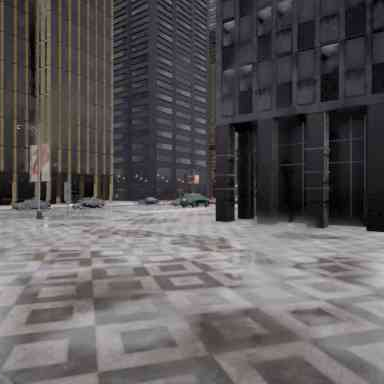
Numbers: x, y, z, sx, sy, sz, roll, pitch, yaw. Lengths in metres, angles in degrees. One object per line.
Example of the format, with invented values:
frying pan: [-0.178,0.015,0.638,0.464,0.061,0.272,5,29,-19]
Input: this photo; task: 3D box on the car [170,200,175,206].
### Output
car: [-1.160,1.602,53.003,2.033,1.411,5.357,0,0,37]

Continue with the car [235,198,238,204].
car: [6.836,1.578,58.369,1.837,1.490,4.892,0,0,37]

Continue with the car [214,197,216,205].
car: [4.480,1.632,60.648,1.994,1.385,4.181,0,0,37]

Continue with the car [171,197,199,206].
car: [-1.118,1.603,58.581,2.033,1.411,5.357,0,0,37]

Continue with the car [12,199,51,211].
car: [-19.244,1.575,39.907,1.994,1.385,4.181,0,0,36]

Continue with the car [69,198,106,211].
car: [-13.308,1.516,42.417,2.128,1.511,4.902,0,0,37]

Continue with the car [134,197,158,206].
car: [-7.601,1.564,55.428,1.812,1.442,4.674,0,0,37]

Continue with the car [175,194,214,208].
car: [0.487,1.280,49.801,2.150,2.045,5.566,0,0,37]
